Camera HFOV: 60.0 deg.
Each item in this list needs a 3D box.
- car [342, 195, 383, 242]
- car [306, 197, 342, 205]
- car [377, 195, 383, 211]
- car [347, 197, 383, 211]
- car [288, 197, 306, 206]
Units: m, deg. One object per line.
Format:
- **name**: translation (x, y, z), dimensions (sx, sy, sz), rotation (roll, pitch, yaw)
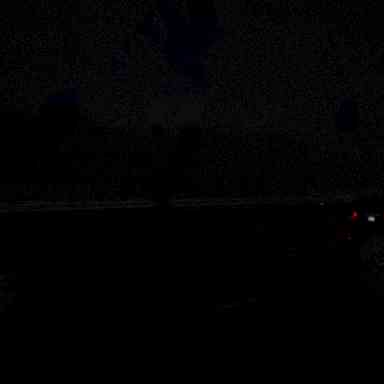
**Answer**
- **car**: translation (9.310, 1.145, 14.755), dimensions (5.566, 2.045, 2.150), rotation (0, 0, -35)
- **car**: translation (16.951, 1.364, 41.715), dimensions (5.008, 1.535, 1.882), rotation (0, 0, -35)
- **car**: translation (23.027, 1.221, 37.428), dimensions (4.553, 1.767, 2.097), rotation (0, 0, -35)
- **car**: translation (21.166, 1.367, 40.395), dimensions (4.902, 1.511, 2.128), rotation (0, 0, -35)
- **car**: translation (14.917, 1.385, 44.561), dimensions (4.902, 1.511, 2.128), rotation (0, 0, -35)
